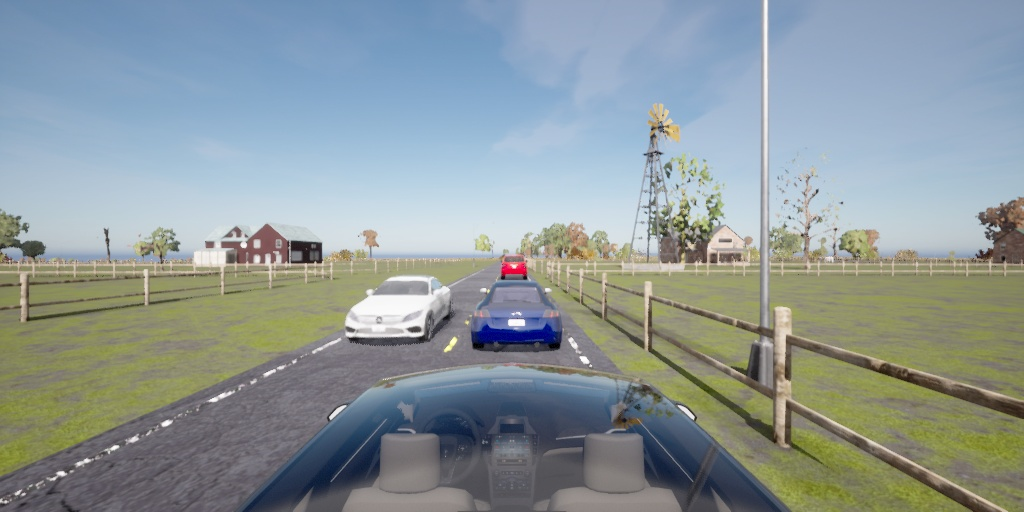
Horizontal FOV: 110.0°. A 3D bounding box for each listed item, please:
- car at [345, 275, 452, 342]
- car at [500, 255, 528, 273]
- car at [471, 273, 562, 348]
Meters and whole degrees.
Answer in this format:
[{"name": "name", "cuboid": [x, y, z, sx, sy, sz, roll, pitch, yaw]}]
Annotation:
[{"name": "car", "cuboid": [-2.815, 1.268, 9.895, 1.812, 1.442, 4.674, 0, 0, 0]}, {"name": "car", "cuboid": [0.176, 0.942, 30.720, 2.150, 2.045, 5.566, 0, 0, 0]}, {"name": "car", "cuboid": [0.100, 1.307, 9.195, 1.994, 1.385, 4.181, 0, 0, 0]}]
